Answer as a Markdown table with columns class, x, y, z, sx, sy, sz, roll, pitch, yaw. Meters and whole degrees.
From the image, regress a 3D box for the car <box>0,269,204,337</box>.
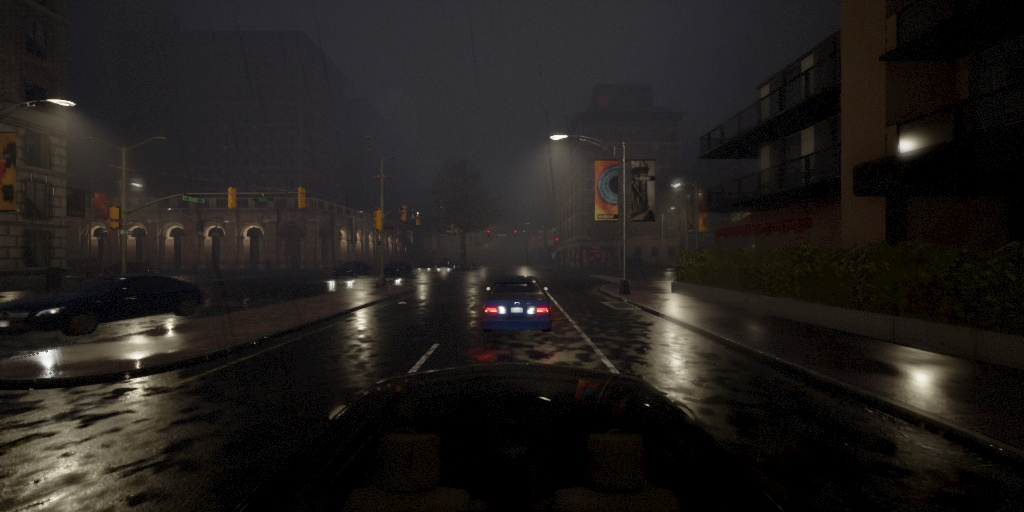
| class | x | y | z | sx | sy | sz | roll | pitch | yaw |
| --- | --- | --- | --- | --- | --- | --- | --- | --- | --- |
| car | -11.530 | 1.276 | 10.471 | 1.812 | 1.442 | 4.674 | 0 | 0 | 1 |

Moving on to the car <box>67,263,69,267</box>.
| class | x | y | z | sx | sy | sz | roll | pitch | yaw |
| --- | --- | --- | --- | --- | --- | --- | --- | --- | --- |
| car | -46.512 | 1.314 | 34.743 | 4.181 | 1.385 | 1.994 | 0 | 0 | 1 |

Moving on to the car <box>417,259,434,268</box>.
| class | x | y | z | sx | sy | sz | roll | pitch | yaw |
| --- | --- | --- | --- | --- | --- | --- | --- | --- | --- |
| car | -14.491 | 1.228 | 61.845 | 1.882 | 1.535 | 5.008 | 0 | 0 | 1 |

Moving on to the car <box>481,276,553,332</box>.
| class | x | y | z | sx | sy | sz | roll | pitch | yaw |
| --- | --- | --- | --- | --- | --- | --- | --- | --- | --- |
| car | 0.150 | 1.297 | 10.819 | 2.033 | 1.411 | 5.357 | 0 | 0 | 1 |

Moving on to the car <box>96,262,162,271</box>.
| class | x | y | z | sx | sy | sz | roll | pitch | yaw |
| --- | --- | --- | --- | --- | --- | --- | --- | --- | --- |
| car | -36.561 | 1.276 | 34.666 | 4.674 | 1.442 | 1.812 | 0 | 0 | 0 |

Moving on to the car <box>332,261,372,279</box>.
| class | x | y | z | sx | sy | sz | roll | pitch | yaw |
| --- | --- | --- | --- | --- | --- | --- | --- | --- | --- |
| car | -14.807 | 1.227 | 33.423 | 1.882 | 1.535 | 5.008 | 0 | 0 | 1 |

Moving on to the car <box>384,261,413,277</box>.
| class | x | y | z | sx | sy | sz | roll | pitch | yaw |
| --- | --- | --- | --- | --- | --- | --- | --- | --- | --- |
| car | -11.287 | 1.227 | 35.333 | 1.882 | 1.535 | 5.008 | 0 | 0 | 1 |

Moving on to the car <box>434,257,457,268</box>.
| class | x | y | z | sx | sy | sz | roll | pitch | yaw |
| --- | --- | --- | --- | --- | --- | --- | --- | --- | --- |
| car | -11.026 | 1.102 | 59.774 | 2.097 | 1.767 | 4.553 | 0 | 0 | 1 |
